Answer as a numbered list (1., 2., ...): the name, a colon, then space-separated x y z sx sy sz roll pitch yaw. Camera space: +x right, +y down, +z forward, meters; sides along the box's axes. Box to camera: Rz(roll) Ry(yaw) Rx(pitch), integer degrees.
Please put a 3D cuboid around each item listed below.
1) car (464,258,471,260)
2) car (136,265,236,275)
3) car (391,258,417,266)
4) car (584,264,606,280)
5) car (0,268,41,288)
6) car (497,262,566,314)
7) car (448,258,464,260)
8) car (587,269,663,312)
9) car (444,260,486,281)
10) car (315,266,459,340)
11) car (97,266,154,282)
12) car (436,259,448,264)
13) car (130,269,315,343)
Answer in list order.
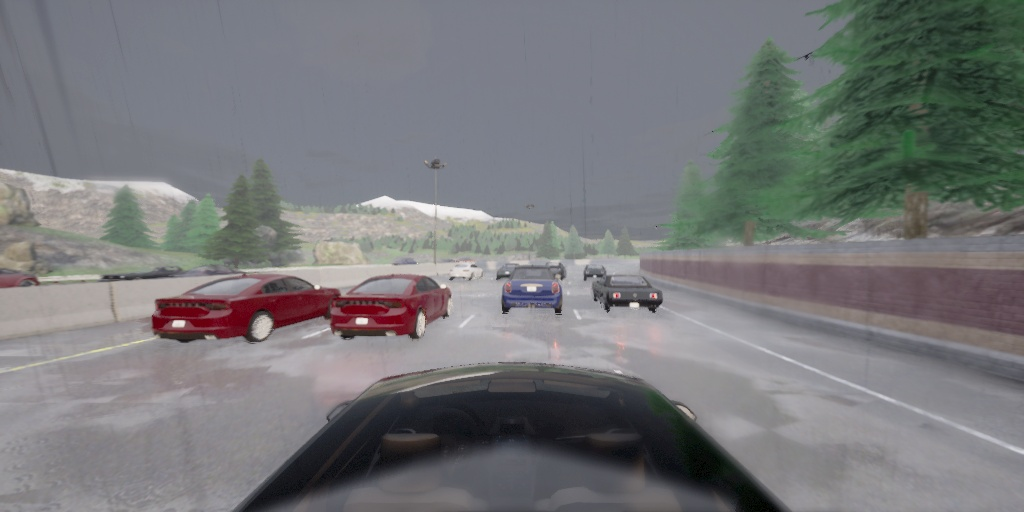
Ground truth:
1. car: -5.576 1.366 59.858 1.895 1.301 4.718 0 0 23
2. car: -16.418 1.308 19.146 1.895 1.301 4.718 0 0 7
3. car: -17.535 1.078 58.144 2.097 1.767 4.553 0 0 21
4. car: 7.326 1.392 31.611 1.895 1.301 4.718 0 0 13
5. car: -27.065 1.237 17.968 1.994 1.385 4.181 0 0 6
6. car: 0.835 1.112 13.989 2.097 1.767 4.553 0 0 5
7. car: -8.497 1.110 61.905 2.097 1.767 4.553 0 0 24
8. car: 4.348 1.372 14.307 1.895 1.301 4.718 0 0 6
9. car: -3.771 1.280 30.038 1.812 1.442 4.674 0 0 12
10. car: -3.018 1.223 10.026 1.882 1.535 5.008 0 0 3
11. car: -22.960 1.289 22.968 1.895 1.301 4.718 0 0 8
12. car: -11.587 1.250 63.572 1.837 1.490 4.892 0 0 23
13. car: -6.543 1.211 9.657 1.882 1.535 5.008 0 0 3
